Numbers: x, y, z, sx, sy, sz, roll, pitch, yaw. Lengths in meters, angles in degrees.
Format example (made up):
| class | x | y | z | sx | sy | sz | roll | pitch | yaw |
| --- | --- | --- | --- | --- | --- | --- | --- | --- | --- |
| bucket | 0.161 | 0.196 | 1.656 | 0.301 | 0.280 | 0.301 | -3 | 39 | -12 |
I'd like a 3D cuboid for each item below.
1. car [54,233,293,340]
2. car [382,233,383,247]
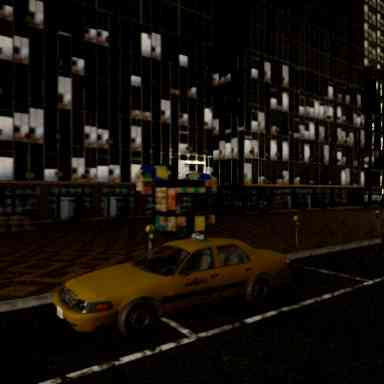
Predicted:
| class | x | y | z | sx | sy | sz | roll | pitch | yaw |
| --- | --- | --- | --- | --- | --- | --- | --- | --- | --- |
| car | -0.066 | 1.525 | 6.514 | 4.829 | 1.417 | 1.752 | 0 | 0 | -35 |
| car | 9.302 | 1.564 | 13.193 | 4.313 | 1.339 | 1.947 | 0 | 0 | -35 |
